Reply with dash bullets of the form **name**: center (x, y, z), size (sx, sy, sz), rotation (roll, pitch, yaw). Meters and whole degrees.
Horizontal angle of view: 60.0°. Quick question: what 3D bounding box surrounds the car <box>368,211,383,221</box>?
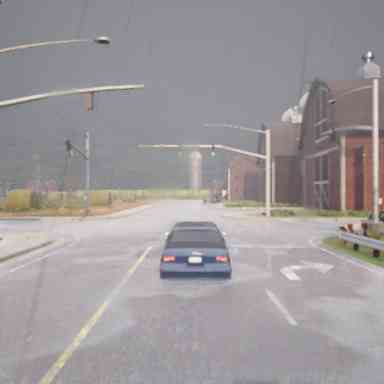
- **car**: center (16.078, 1.685, 24.638), size (5.357, 1.411, 2.033), rotation (0, 0, 1)

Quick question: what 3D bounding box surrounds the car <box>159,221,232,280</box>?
- **car**: center (0.094, 1.593, 10.052), size (2.033, 1.411, 5.357), rotation (0, 0, 0)

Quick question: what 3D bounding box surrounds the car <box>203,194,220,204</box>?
- **car**: center (4.216, 1.463, 70.857), size (1.905, 1.878, 3.866), rotation (-7, 3, -42)
